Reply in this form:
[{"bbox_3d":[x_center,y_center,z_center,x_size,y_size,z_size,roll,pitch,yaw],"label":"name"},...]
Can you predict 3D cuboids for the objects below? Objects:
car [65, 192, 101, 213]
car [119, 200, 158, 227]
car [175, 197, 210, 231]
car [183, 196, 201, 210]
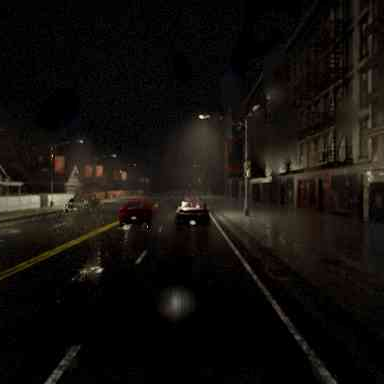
[{"bbox_3d":[-9.853,0.837,30.295,2.097,1.767,4.553,0,1,0],"label":"car"},{"bbox_3d":[-3.220,1.259,20.813,1.882,1.535,5.008,0,1,0],"label":"car"},{"bbox_3d":[0.035,1.290,19.185,2.128,1.511,4.902,0,1,0],"label":"car"},{"bbox_3d":[-0.025,1.201,36.870,1.895,1.301,4.718,0,1,0],"label":"car"}]
